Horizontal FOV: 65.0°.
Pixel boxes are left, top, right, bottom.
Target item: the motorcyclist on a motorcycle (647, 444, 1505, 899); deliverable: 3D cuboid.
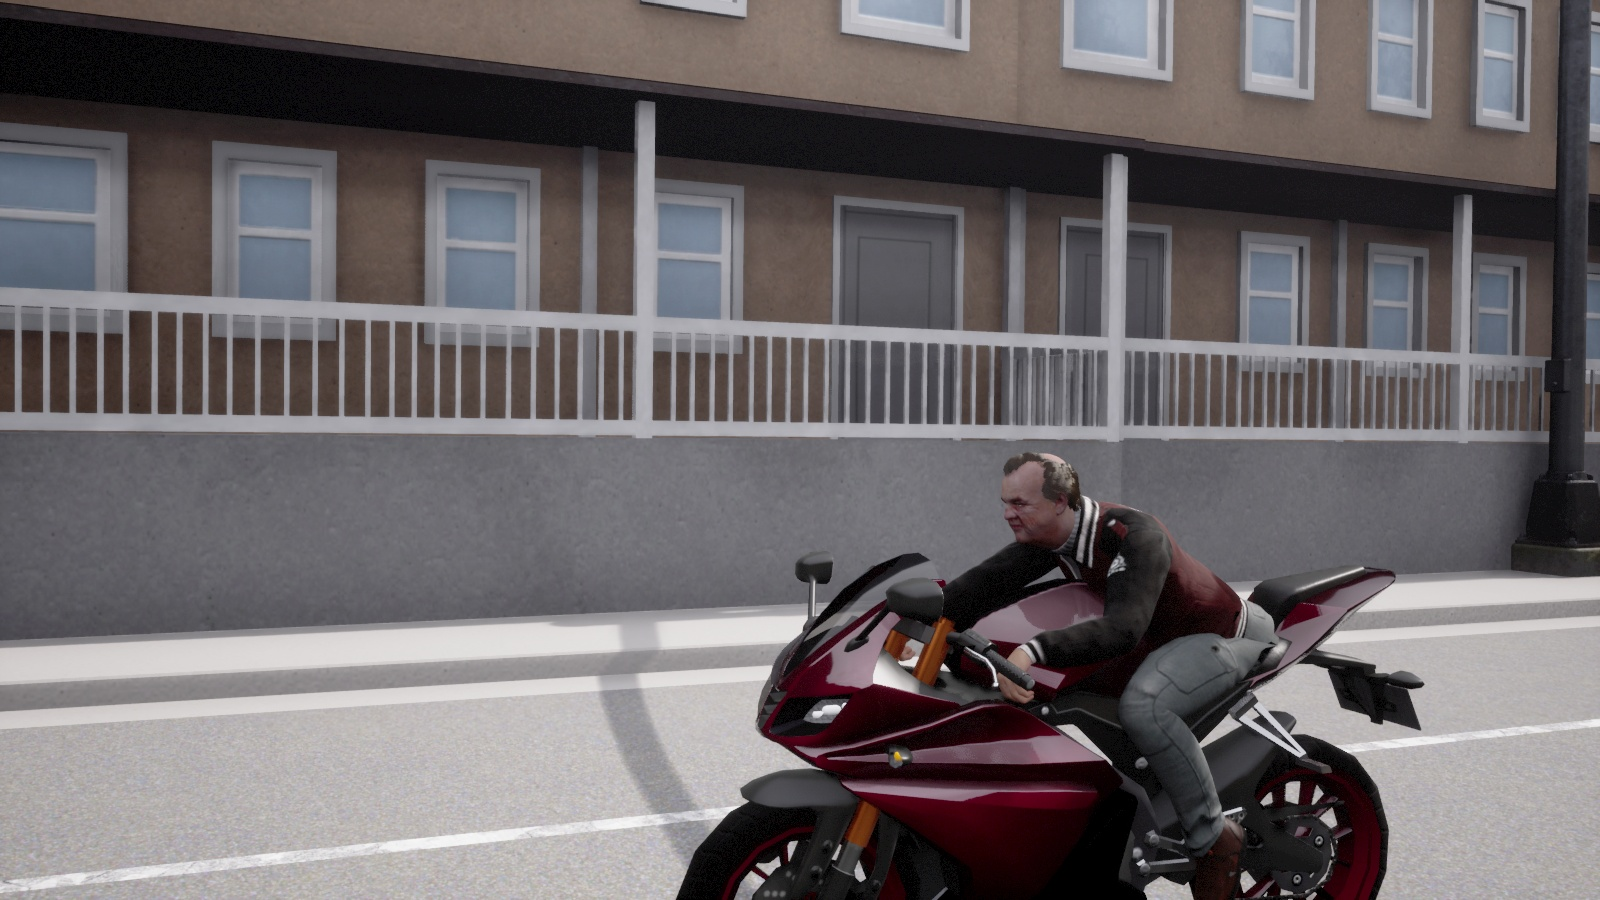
[{"bbox_3d":[0.755,0.768,3.489,2.191,1.530,0.866,-1,1,-19],"label":"motorcyclist on a motorcycle"}]
